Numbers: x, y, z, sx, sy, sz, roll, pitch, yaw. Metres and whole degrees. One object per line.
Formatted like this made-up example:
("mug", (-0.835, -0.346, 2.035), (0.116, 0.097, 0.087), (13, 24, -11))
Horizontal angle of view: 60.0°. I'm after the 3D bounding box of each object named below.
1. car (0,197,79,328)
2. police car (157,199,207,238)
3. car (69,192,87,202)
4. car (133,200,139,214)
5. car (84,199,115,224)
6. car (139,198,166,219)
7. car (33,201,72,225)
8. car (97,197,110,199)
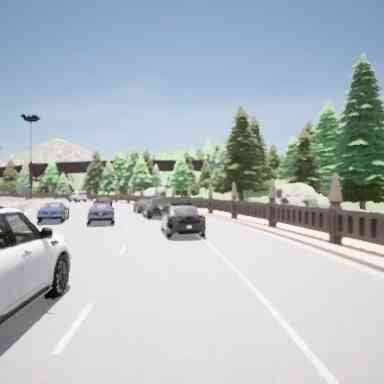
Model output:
("car", (-3.715, 1.215, 5.240), (2.150, 2.045, 5.566), (0, 0, -3))
("police car", (-0.568, 1.381, 17.664), (1.930, 1.638, 5.238), (0, 0, -10))
("car", (-22.442, 1.010, 65.374), (2.150, 2.045, 5.566), (0, 0, -38))
("car", (-4.901, 1.446, 34.542), (1.812, 1.442, 4.674), (0, 0, -19))
("car", (-6.573, 1.498, 24.098), (2.033, 1.411, 5.357), (0, 0, -14))
("car", (-2.947, 1.284, 28.226), (2.097, 1.767, 4.553), (0, 0, -16))
("car", (-10.503, 1.503, 25.360), (2.033, 1.411, 5.357), (0, 0, -15))
("car", (-13.998, 1.456, 52.791), (1.994, 1.385, 4.181), (0, 0, -32))
